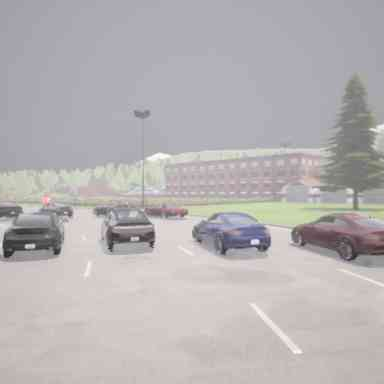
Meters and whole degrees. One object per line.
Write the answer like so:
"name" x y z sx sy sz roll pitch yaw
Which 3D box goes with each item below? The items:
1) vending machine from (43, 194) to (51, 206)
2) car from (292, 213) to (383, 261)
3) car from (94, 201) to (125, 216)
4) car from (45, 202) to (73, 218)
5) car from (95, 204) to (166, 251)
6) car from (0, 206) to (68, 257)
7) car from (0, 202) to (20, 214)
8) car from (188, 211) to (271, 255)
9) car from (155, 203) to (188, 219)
"vending machine" -24.974 1.367 57.287 0.880 2.100 1.100 0 0 43
"car" 5.449 1.476 12.030 1.812 1.442 4.674 0 0 -13
"car" -7.228 1.535 29.818 2.128 1.511 4.902 0 0 -38
"car" -12.220 1.609 29.835 1.812 1.442 4.674 0 0 -42
"car" -2.883 1.507 14.474 2.128 1.511 4.902 0 0 -19
"car" -6.178 1.549 13.381 1.837 1.490 4.892 0 0 -19
"car" -16.645 1.596 29.489 1.882 1.535 5.008 0 0 -44
"car" 1.456 1.508 13.291 1.812 1.442 4.674 0 0 -16
"car" -2.327 1.605 29.143 1.895 1.301 4.718 0 0 -34
